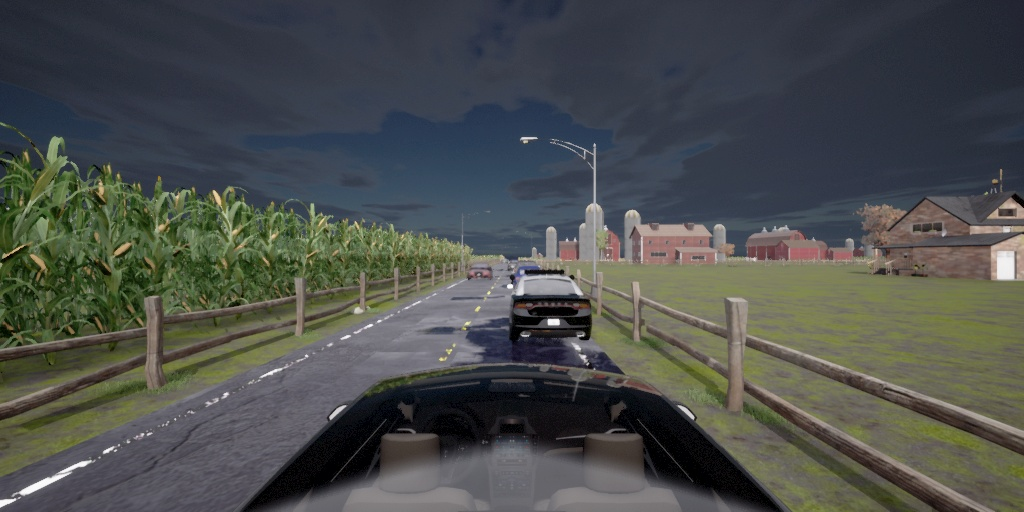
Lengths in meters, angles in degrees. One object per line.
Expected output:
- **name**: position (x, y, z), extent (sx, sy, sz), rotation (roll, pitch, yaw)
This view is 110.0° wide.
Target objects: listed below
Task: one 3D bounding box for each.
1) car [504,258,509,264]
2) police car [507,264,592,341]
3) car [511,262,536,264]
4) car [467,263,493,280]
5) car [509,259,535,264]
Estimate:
- **car**: position (0.377, 1.264, 48.412), extent (2.128, 1.511, 4.902), rotation (0, 0, 1)
- **police car**: position (0.887, 1.175, 10.053), extent (1.930, 1.638, 5.238), rotation (0, 0, 0)
- **car**: position (0.961, 1.275, 19.943), extent (1.812, 1.442, 4.674), rotation (0, 0, 0)
- **car**: position (-2.637, 1.313, 30.551), extent (1.994, 1.385, 4.181), rotation (0, 0, 0)
- **car**: position (1.004, 1.100, 25.913), extent (2.097, 1.767, 4.553), rotation (0, 0, 0)
